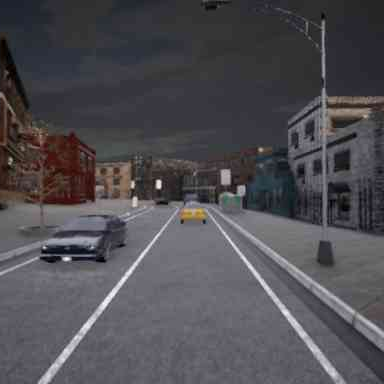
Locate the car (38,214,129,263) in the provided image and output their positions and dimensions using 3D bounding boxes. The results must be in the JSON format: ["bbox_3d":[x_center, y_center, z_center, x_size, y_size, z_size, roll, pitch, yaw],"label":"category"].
[{"bbox_3d":[-3.601,1.542,12.211,2.033,1.411,5.357,0,0,0],"label":"car"}]

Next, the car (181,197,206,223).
[{"bbox_3d":[0.096,1.445,25.435,1.801,1.575,5.366,0,0,0],"label":"car"}]

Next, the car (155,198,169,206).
[{"bbox_3d":[-4.884,1.568,54.042,1.895,1.301,4.718,0,0,-11],"label":"car"}]

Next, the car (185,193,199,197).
[{"bbox_3d":[-0.081,1.205,43.500,2.150,2.045,5.566,0,0,-2],"label":"car"}]
